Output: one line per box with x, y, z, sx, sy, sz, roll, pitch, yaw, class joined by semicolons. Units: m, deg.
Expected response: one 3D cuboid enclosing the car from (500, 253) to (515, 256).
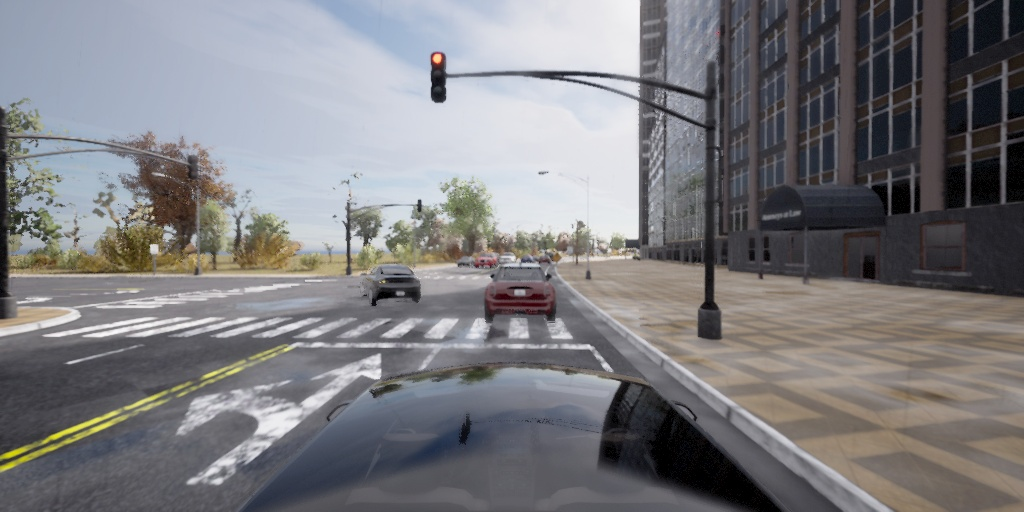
-0.769;0.449;65.159;2.150;2.045;5.566;0;0;11;car

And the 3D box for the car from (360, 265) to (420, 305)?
-5.314;1.136;15.494;1.837;1.490;4.892;2;-1;-29;car

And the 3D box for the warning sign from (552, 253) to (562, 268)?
5.556;0.517;44.349;1.300;1.860;1.060;0;0;7;warning sign

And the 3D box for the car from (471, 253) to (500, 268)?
-3.423;0.582;48.274;2.150;2.045;5.566;0;1;8;car

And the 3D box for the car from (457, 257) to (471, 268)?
-6.370;0.845;50.611;1.837;1.490;4.892;0;0;8;car

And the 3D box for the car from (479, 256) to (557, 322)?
0.301;1.014;12.099;2.097;1.767;4.553;0;0;2;car
